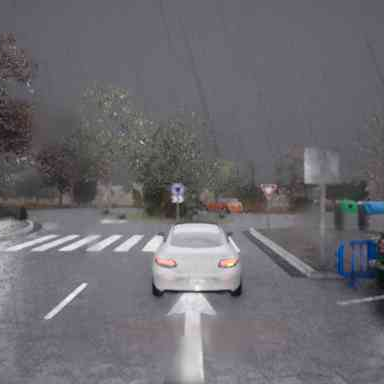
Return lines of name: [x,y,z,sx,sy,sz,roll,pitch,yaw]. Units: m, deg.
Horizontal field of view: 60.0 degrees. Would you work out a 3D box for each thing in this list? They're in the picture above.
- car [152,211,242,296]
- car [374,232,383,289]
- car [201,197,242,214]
car: [0.098,1.429,8.248,1.812,1.442,4.674,0,1,0]
car: [6.027,1.164,6.095,5.566,2.045,2.435,1,0,-20]
car: [3.009,1.340,34.596,2.097,1.767,4.553,-1,1,-40]
